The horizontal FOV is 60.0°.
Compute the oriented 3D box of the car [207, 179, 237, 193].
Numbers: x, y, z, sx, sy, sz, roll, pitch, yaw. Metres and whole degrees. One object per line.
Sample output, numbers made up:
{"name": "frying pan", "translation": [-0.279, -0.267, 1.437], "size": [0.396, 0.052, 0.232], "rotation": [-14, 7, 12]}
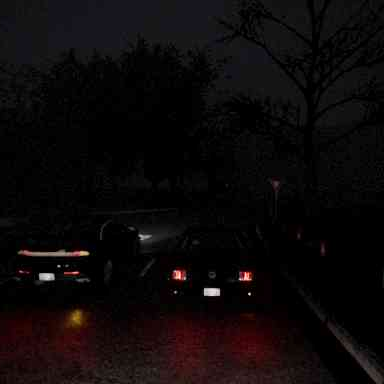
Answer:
{"name": "car", "translation": [4.478, -0.937, 49.686], "size": [2.150, 2.045, 5.566], "rotation": [-1, 3, -29]}

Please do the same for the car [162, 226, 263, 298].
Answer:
{"name": "car", "translation": [0.504, 1.510, 8.331], "size": [1.895, 1.301, 4.718], "rotation": [0, 1, 3]}

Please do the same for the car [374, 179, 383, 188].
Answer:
{"name": "car", "translation": [34.874, -1.551, 59.516], "size": [2.185, 1.767, 4.553], "rotation": [-1, 4, -15]}

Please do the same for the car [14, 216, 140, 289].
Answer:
{"name": "car", "translation": [-2.697, 1.383, 8.908], "size": [2.128, 1.511, 4.902], "rotation": [0, 1, 3]}

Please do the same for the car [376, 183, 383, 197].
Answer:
{"name": "car", "translation": [24.808, -0.106, 39.973], "size": [4.181, 1.385, 1.994], "rotation": [-2, 4, -22]}
